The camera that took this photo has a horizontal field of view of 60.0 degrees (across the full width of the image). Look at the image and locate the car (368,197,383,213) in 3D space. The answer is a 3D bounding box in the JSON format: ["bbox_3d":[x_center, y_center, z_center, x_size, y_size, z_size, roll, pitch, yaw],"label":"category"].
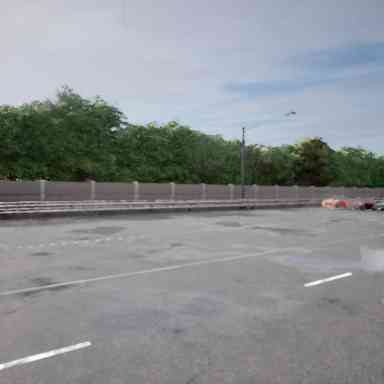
[{"bbox_3d":[22.383,1.564,37.773,5.008,1.535,1.882,0,0,-37],"label":"car"}]

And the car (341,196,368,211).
[{"bbox_3d":[20.916,1.430,41.047,4.553,1.767,2.097,0,0,-37],"label":"car"}]

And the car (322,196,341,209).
[{"bbox_3d":[19.335,1.324,44.234,4.553,1.767,2.097,2,-1,-37],"label":"car"}]
